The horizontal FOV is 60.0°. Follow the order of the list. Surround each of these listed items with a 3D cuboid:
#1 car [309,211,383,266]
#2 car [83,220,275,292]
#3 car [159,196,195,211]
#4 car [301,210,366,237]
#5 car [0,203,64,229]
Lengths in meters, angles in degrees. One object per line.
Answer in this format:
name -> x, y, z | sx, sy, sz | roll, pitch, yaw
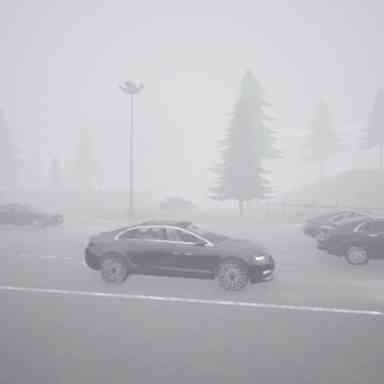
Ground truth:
car -> 6.642, 1.557, 10.878 | 4.892, 1.490, 1.837 | 0, 0, 11
car -> -0.359, 1.507, 8.685 | 4.902, 1.511, 2.128 | 0, 0, 11
car -> -1.780, 1.433, 41.153 | 4.553, 1.767, 2.097 | 0, 0, -41
car -> 7.289, 1.555, 14.317 | 4.902, 1.511, 2.128 | 0, 0, 11
car -> -10.772, 1.476, 21.429 | 5.008, 1.535, 1.882 | 0, 0, 11
